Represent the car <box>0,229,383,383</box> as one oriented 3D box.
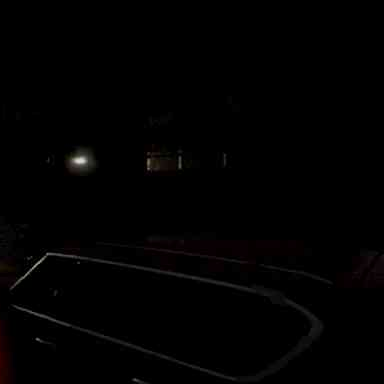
[{"bbox_3d":[-0.435,1.301,3.157,5.009,1.841,2.192,0,0,35],"label":"car"}]
